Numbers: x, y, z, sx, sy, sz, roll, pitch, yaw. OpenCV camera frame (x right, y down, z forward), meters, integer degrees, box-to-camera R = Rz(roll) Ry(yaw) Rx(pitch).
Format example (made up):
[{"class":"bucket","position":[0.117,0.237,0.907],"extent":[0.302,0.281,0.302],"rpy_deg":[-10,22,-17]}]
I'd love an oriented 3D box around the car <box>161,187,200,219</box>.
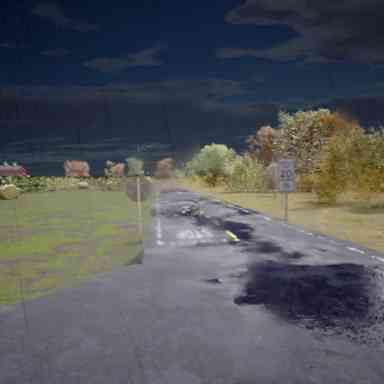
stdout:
[{"class":"car","position":[-0.715,0.699,20.049],"extent":[1.837,1.490,4.892],"rpy_deg":[-3,3,-6]}]

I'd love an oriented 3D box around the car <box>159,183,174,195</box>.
[{"class":"car","position":[-3.607,-0.460,47.037],"extent":[1.882,1.535,5.008],"rpy_deg":[-3,2,-6]}]
